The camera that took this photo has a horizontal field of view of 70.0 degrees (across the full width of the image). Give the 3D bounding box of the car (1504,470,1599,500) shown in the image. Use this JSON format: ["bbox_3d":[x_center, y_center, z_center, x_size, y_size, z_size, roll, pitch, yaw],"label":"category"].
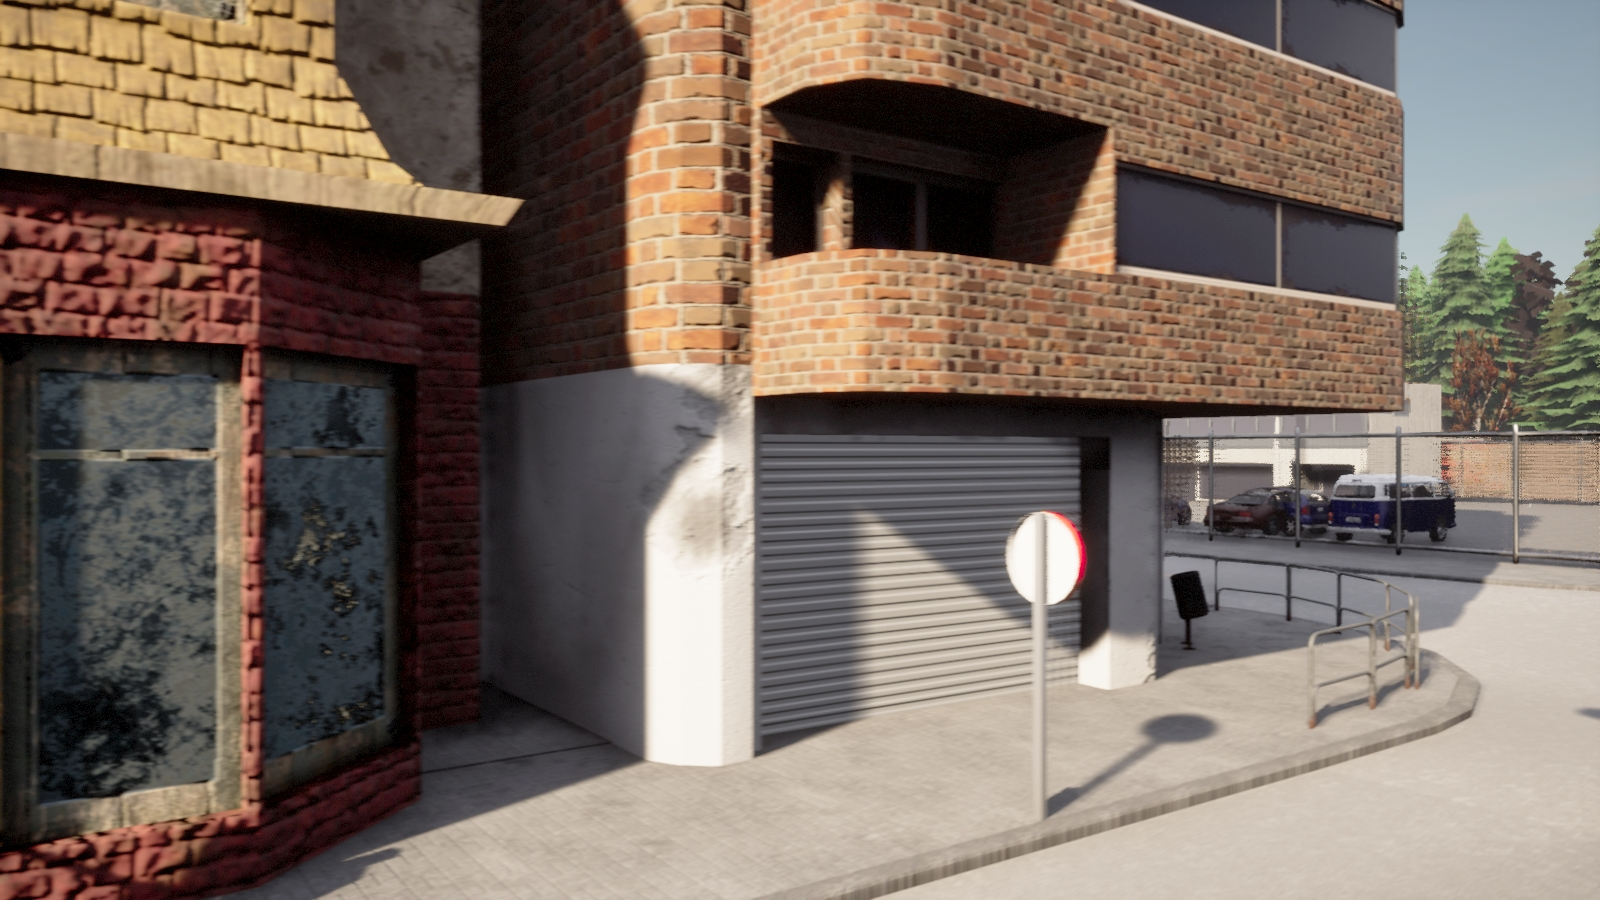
[{"bbox_3d":[40.882,1.841,61.295,2.163,1.488,4.792,0,0,-35],"label":"car"}]
